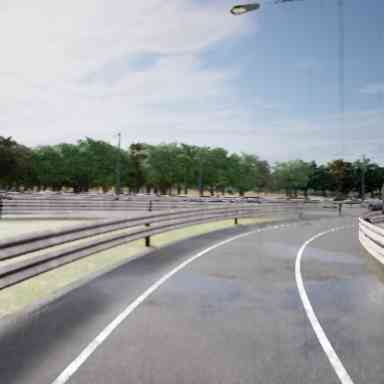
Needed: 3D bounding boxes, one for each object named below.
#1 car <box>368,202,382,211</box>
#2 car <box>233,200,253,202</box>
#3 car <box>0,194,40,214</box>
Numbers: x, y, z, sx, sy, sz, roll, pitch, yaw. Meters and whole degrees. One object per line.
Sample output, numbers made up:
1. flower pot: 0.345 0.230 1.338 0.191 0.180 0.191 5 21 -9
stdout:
1. car: 27.037 2.125 46.863 4.892 1.490 1.837 2 0 -23
2. car: 6.188 1.595 37.813 4.674 1.442 1.812 2 0 -24
3. car: -15.394 0.978 27.882 4.892 1.490 1.837 2 0 -25
